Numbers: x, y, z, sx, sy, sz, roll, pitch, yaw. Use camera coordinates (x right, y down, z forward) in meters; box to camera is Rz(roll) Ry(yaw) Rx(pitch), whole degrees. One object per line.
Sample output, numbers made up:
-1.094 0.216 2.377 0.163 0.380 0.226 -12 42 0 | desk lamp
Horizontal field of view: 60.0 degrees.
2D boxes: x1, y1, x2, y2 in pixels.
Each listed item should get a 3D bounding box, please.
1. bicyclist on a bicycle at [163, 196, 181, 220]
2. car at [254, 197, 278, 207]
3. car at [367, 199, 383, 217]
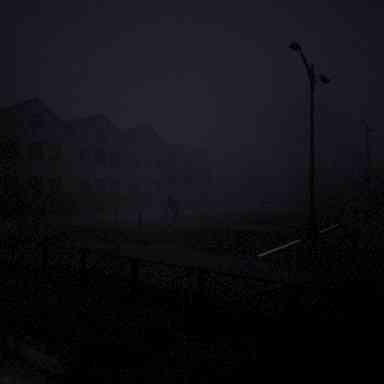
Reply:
-1.393 1.109 23.058 1.656 1.620 0.582 0 0 35 | bicyclist on a bicycle
10.442 1.356 46.685 2.033 1.411 5.357 0 0 32 | car
15.429 1.298 26.810 2.007 1.523 4.514 0 0 35 | car
